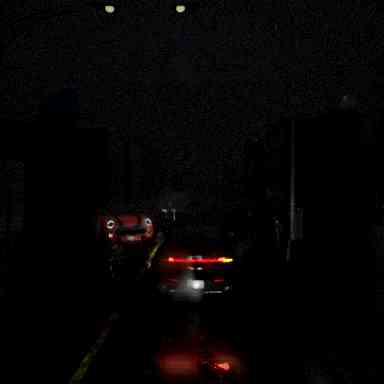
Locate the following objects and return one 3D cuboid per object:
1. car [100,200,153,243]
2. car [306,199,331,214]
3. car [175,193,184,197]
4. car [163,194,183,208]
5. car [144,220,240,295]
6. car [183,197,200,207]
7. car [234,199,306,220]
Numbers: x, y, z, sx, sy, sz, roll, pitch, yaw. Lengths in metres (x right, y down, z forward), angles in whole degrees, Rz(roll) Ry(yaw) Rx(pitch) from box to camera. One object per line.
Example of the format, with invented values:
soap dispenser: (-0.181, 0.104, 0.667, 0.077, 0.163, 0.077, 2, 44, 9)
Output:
car: (-3.230, 1.253, 15.861, 2.097, 1.767, 4.553, -2, 3, -19)
car: (10.989, 1.388, 32.330, 4.674, 1.442, 1.812, -1, -1, 0)
car: (-2.666, 1.360, 54.979, 2.033, 1.411, 5.357, 0, 0, 1)
car: (-2.699, 1.344, 44.572, 2.128, 1.511, 4.902, 0, 0, 2)
car: (0.093, 1.482, 8.657, 1.837, 1.490, 4.892, 0, 0, 0)
car: (0.191, 1.386, 48.209, 2.033, 1.411, 5.357, 0, 0, 1)
car: (5.725, 1.276, 25.550, 5.008, 1.535, 1.882, -1, -1, -1)
